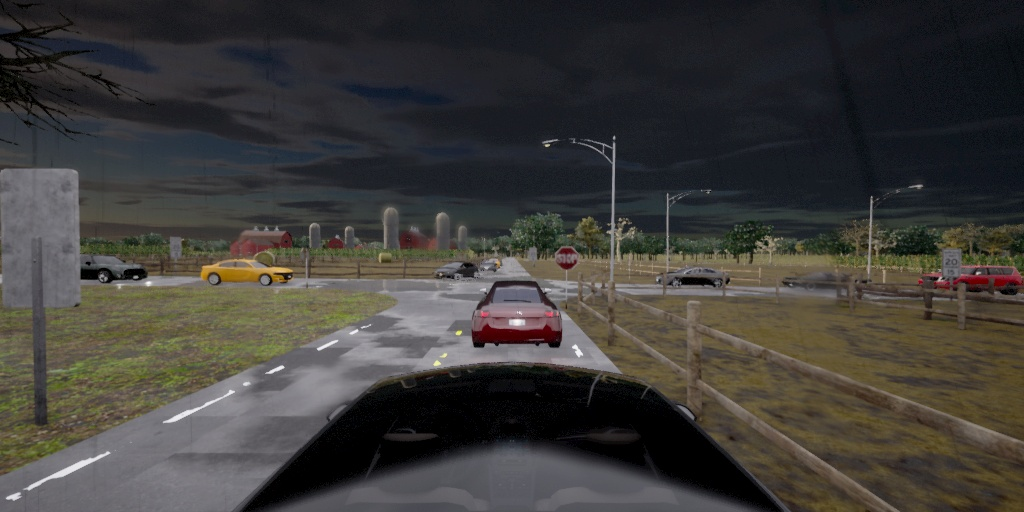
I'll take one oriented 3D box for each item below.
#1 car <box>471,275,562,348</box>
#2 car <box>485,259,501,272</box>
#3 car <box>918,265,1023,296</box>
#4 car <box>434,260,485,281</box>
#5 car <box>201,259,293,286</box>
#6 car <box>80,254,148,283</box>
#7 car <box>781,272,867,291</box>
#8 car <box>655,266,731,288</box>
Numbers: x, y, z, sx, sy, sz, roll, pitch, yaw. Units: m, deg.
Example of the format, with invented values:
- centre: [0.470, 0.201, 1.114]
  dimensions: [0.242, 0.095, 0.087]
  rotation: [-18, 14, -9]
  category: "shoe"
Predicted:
- centre: [0.098, 1.310, 9.250]
  dimensions: [1.994, 1.385, 4.181]
  rotation: [0, 0, 0]
  category: "car"
- centre: [-2.849, 1.202, 43.845]
  dimensions: [2.128, 1.511, 4.902]
  rotation: [0, 0, 0]
  category: "car"
- centre: [32.563, 1.663, 25.512]
  dimensions: [5.566, 2.045, 2.150]
  rotation: [1, 1, 0]
  category: "car"
- centre: [-4.425, 1.224, 29.533]
  dimensions: [1.837, 1.490, 4.892]
  rotation: [3, 0, 24]
  category: "car"
- centre: [-16.329, 0.978, 22.283]
  dimensions: [5.008, 1.535, 1.882]
  rotation: [1, 1, 0]
  category: "car"
- centre: [-25.575, 0.701, 22.229]
  dimensions: [4.553, 1.767, 2.097]
  rotation: [1, 1, 0]
  category: "car"
- centre: [22.045, 1.794, 25.463]
  dimensions: [4.718, 1.301, 1.895]
  rotation: [1, 1, 0]
  category: "car"
- centre: [12.752, 1.484, 25.405]
  dimensions: [4.902, 1.511, 2.128]
  rotation: [1, 1, 0]
  category: "car"
